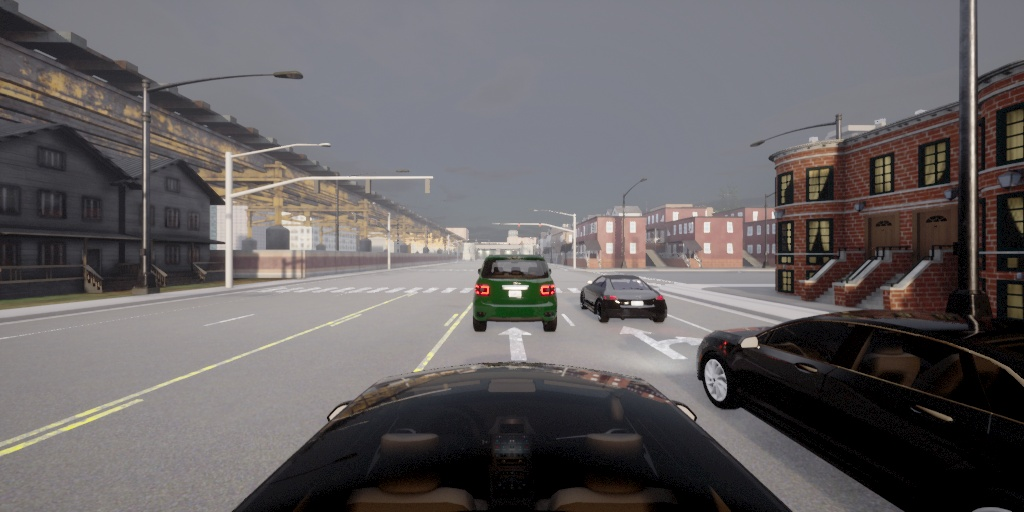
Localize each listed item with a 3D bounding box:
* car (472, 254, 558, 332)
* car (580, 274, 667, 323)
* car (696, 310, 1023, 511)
[{"bbox_3d":[0.083,0.971,11.021,2.150,2.045,5.566,0,0,0],"label":"car"},{"bbox_3d":[3.582,1.314,12.192,1.994,1.385,4.181,0,0,1],"label":"car"},{"bbox_3d":[3.599,1.255,3.279,1.837,1.490,4.892,0,0,0],"label":"car"}]
